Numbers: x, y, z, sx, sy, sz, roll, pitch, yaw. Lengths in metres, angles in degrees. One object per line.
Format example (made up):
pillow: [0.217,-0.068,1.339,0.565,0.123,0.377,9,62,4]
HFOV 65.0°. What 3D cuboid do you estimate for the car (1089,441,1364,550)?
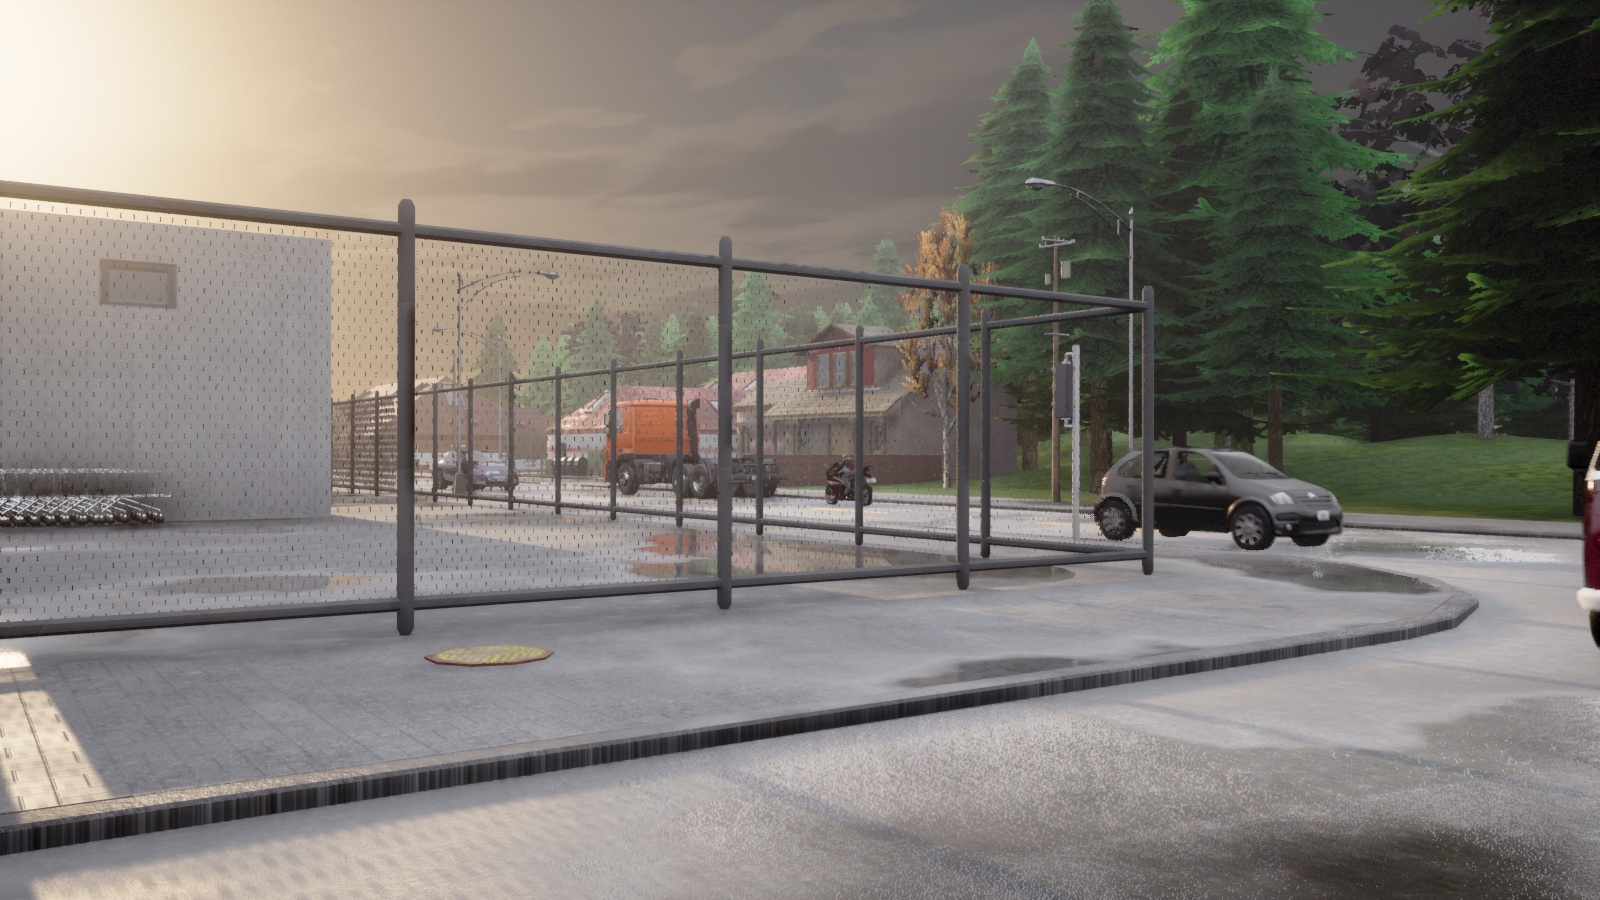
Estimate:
car: [6.934,0.679,20.795,1.851,1.617,3.988,0,0,-35]

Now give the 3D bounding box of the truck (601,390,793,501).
truck: [-3.727,-0.123,43.236,2.891,3.462,7.936,0,0,-36]

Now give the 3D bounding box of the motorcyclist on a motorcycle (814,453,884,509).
motorcyclist on a motorcycle: [1.377,0.865,35.853,0.866,1.530,2.191,0,0,-35]

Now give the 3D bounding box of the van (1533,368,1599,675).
van: [7.325,0.476,9.528,2.069,2.038,4.480,0,0,43]

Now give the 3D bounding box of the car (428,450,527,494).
car: [-12.701,0.822,49.265,2.033,1.649,4.856,0,0,-37]
